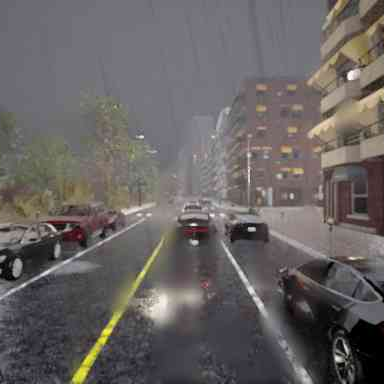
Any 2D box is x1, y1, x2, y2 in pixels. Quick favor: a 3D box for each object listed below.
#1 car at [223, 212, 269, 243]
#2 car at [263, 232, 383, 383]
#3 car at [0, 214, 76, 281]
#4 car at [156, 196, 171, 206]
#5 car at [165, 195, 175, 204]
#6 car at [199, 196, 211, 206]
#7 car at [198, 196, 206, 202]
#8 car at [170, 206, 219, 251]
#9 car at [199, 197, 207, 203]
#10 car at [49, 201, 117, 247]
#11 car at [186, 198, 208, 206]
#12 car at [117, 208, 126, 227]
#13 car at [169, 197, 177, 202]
[{"bbox_3d":[2.566,1.636,16.327,1.947,1.339,4.313,1,0,0],"label":"car"},{"bbox_3d":[2.571,1.587,5.005,1.947,1.339,4.313,1,0,0],"label":"car"},{"bbox_3d":[-5.312,1.593,9.914,2.008,1.369,4.403,1,0,0],"label":"car"},{"bbox_3d":[-5.332,1.812,59.337,1.887,1.381,4.507,1,0,0],"label":"car"},{"bbox_3d":[-5.334,1.638,70.690,2.192,1.841,5.009,1,0,0],"label":"car"},{"bbox_3d":[2.548,1.822,60.144,2.008,1.369,4.403,1,0,0],"label":"car"},{"bbox_3d":[2.538,1.856,88.560,1.967,1.590,4.097,1,0,0],"label":"car"},{"bbox_3d":[0.093,1.568,14.394,1.837,1.490,4.892,0,0,0],"label":"car"},{"bbox_3d":[2.541,1.938,77.193,1.802,1.307,4.206,1,0,0],"label":"car"},{"bbox_3d":[-5.311,1.382,15.568,2.192,1.841,5.009,1,0,0],"label":"car"},{"bbox_3d":[0.088,1.573,26.873,1.801,1.575,5.366,0,0,0],"label":"car"},{"bbox_3d":[-5.316,1.673,21.222,1.802,1.307,4.206,1,0,0],"label":"car"},{"bbox_3d":[-5.346,1.993,93.392,2.008,1.369,4.403,1,0,0],"label":"car"}]
